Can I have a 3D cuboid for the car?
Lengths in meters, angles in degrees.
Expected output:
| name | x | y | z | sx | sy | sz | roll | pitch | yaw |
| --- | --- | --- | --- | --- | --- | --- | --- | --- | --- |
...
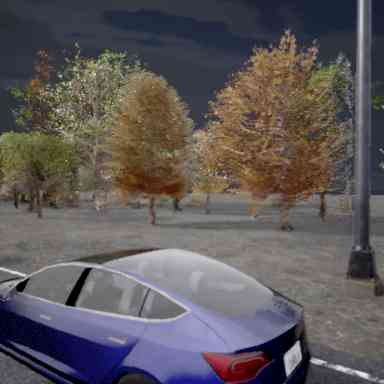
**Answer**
| name | x | y | z | sx | sy | sz | roll | pitch | yaw |
| --- | --- | --- | --- | --- | --- | --- | --- | --- | --- |
| car | -1.018 | 1.468 | 4.288 | 4.792 | 1.488 | 2.163 | 1 | 0 | 35 |
